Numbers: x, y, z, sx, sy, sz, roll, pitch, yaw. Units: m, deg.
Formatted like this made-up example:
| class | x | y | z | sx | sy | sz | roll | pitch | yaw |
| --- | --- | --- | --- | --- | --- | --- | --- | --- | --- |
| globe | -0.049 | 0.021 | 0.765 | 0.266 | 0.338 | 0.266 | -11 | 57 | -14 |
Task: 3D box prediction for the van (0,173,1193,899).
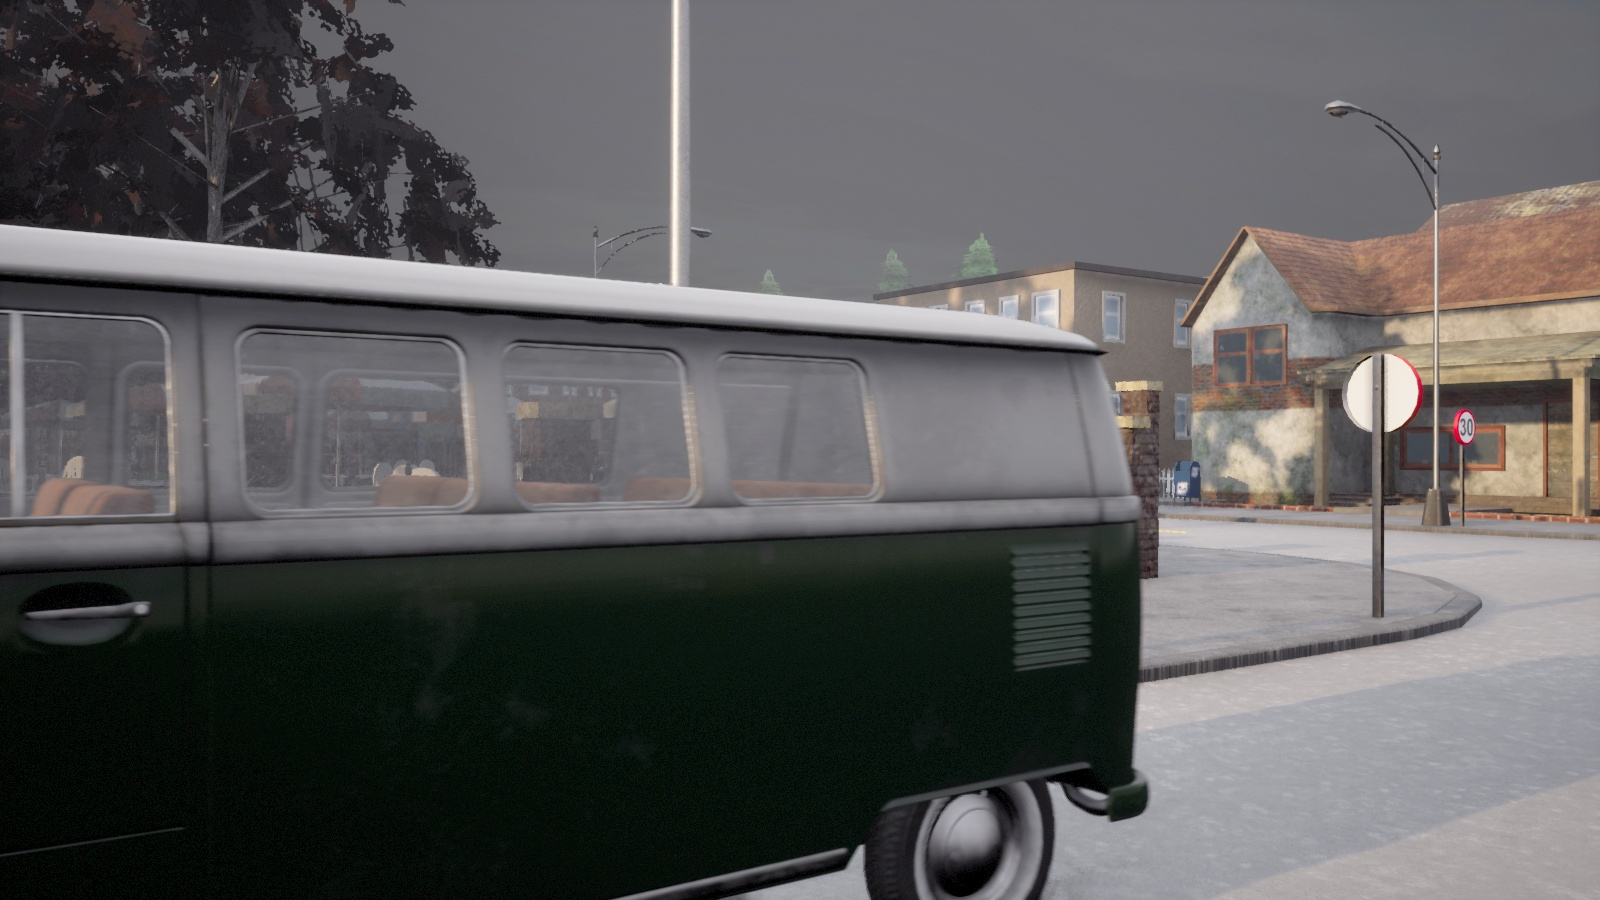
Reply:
| class | x | y | z | sx | sy | sz | roll | pitch | yaw |
| --- | --- | --- | --- | --- | --- | --- | --- | --- | --- |
| van | -1.056 | 0.508 | 3.531 | 4.442 | 1.987 | 1.775 | 0 | 0 | -35 |
